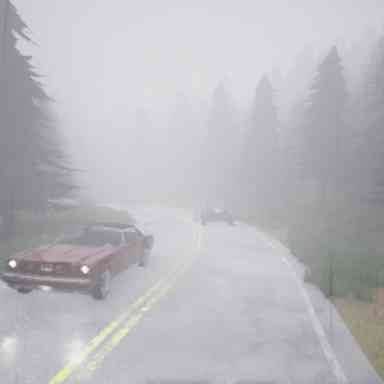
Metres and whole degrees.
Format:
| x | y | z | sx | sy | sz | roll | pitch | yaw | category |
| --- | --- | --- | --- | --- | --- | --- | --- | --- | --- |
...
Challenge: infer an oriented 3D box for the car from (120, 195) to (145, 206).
| x | y | z | sx | sy | sz | roll | pitch | yaw | category |
| --- | --- | --- | --- | --- | --- | --- | --- | --- | --- |
| -8.256 | 1.109 | 45.786 | 1.882 | 1.535 | 5.008 | -2 | 2 | -36 | car |

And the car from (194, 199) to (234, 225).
| x | y | z | sx | sy | sz | roll | pitch | yaw | category |
| --- | --- | --- | --- | --- | --- | --- | --- | --- | --- |
| 1.393 | 1.231 | 22.853 | 2.097 | 1.767 | 4.553 | 1 | 1 | -6 | car |

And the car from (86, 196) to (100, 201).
| x | y | z | sx | sy | sz | roll | pitch | yaw | category |
| --- | --- | --- | --- | --- | --- | --- | --- | --- | --- |
| -15.316 | 1.307 | 49.714 | 1.994 | 1.385 | 4.181 | -3 | 2 | -37 | car |

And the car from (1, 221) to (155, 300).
| x | y | z | sx | sy | sz | roll | pitch | yaw | category |
| --- | --- | --- | --- | --- | --- | --- | --- | --- | --- |
| -2.377 | 1.465 | 8.301 | 1.895 | 1.301 | 4.718 | 2 | 0 | 8 | car |
